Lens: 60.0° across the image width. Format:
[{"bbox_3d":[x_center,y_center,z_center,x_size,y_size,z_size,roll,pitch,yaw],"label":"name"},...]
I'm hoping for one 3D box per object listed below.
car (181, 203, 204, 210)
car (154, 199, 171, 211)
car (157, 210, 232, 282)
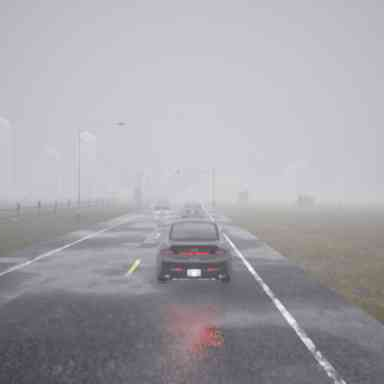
[{"bbox_3d":[0.050,1.609,27.671,2.033,1.411,5.357,0,0,0],"label":"car"},{"bbox_3d":[-3.640,1.634,42.062,2.033,1.411,5.357,0,0,0],"label":"car"},{"bbox_3d":[0.060,1.531,9.826,1.837,1.490,4.892,0,0,0],"label":"car"}]
